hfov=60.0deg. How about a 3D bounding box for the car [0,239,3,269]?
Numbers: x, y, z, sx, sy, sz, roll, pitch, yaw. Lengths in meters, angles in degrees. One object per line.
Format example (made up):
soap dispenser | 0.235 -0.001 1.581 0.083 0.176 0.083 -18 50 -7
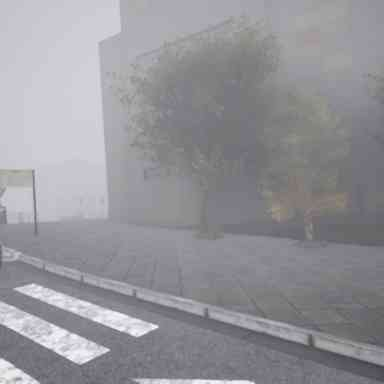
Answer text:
car | -6.869 1.397 9.374 4.674 1.442 1.812 2 2 43

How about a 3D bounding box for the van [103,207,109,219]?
van | -10.140 3.020 48.276 4.442 1.987 1.878 -6 -7 25

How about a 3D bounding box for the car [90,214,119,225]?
car | -16.779 5.276 63.497 5.366 1.575 1.946 -6 -7 25

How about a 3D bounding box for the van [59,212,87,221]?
van | -20.378 4.374 55.863 4.442 1.987 1.878 -6 -7 25

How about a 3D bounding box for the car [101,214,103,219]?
car | -17.846 4.893 60.796 4.553 1.767 2.185 -6 -7 25

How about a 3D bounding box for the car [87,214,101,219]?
car | -19.073 4.795 58.289 5.008 1.535 2.097 -6 -7 25
